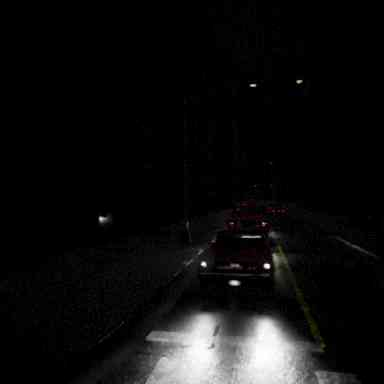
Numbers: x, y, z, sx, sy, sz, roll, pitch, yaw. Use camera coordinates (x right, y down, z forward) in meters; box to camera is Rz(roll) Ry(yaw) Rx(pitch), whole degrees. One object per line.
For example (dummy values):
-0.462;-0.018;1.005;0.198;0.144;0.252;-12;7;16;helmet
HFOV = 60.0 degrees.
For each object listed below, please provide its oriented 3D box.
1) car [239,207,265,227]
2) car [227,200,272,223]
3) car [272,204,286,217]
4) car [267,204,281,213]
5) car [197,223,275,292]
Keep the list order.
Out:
5.449;2.160;29.919;2.128;1.511;4.902;-1;-1;11;car
3.396;1.670;19.701;2.150;2.045;5.566;-1;-1;11;car
11.161;2.445;43.485;2.033;1.411;5.357;-1;-1;11;car
13.178;2.652;53.584;1.994;1.385;4.181;-1;-1;11;car
1.418;1.830;9.813;1.895;1.301;4.718;-1;-1;11;car
